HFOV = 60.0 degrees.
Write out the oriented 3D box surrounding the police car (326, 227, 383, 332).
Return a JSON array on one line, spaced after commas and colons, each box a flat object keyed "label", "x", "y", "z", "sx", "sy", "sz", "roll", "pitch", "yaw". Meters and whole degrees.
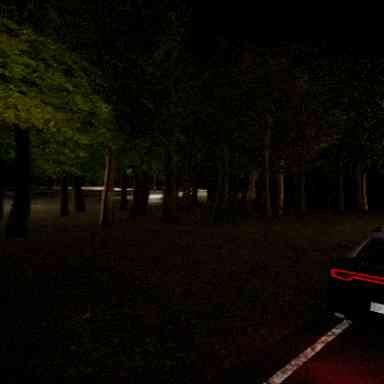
[{"label": "police car", "x": 4.425, "y": 1.424, "z": 6.457, "sx": 1.930, "sy": 1.638, "sz": 5.238, "roll": 2, "pitch": 1, "yaw": 44}]
